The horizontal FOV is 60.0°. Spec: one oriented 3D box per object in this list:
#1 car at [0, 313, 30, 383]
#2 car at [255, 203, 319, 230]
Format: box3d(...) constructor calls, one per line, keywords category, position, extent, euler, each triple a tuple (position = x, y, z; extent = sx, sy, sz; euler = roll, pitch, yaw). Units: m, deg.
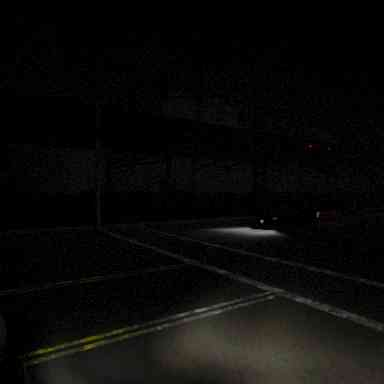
box3d(category="car", position=(-3.640, 1.222, 1.180), extent=(5.566, 2.045, 2.150), euler=(0, 0, -35))
box3d(category="car", position=(6.147, 1.503, 21.278), extent=(4.892, 1.490, 1.837), euler=(0, 0, -36))
